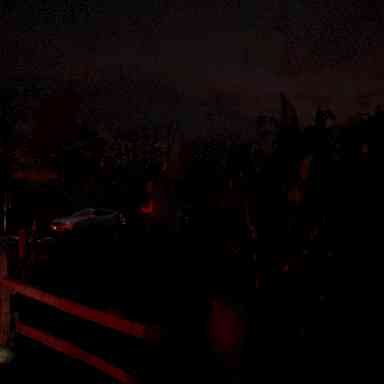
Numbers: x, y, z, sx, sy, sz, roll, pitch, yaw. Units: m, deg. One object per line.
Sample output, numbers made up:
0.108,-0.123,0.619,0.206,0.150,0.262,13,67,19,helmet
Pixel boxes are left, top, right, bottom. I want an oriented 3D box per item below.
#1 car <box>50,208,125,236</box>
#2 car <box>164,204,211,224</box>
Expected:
-6.083,1.686,19.939,1.812,1.442,4.674,0,0,35,car
-0.280,1.780,27.924,1.837,1.490,4.892,0,0,36,car
